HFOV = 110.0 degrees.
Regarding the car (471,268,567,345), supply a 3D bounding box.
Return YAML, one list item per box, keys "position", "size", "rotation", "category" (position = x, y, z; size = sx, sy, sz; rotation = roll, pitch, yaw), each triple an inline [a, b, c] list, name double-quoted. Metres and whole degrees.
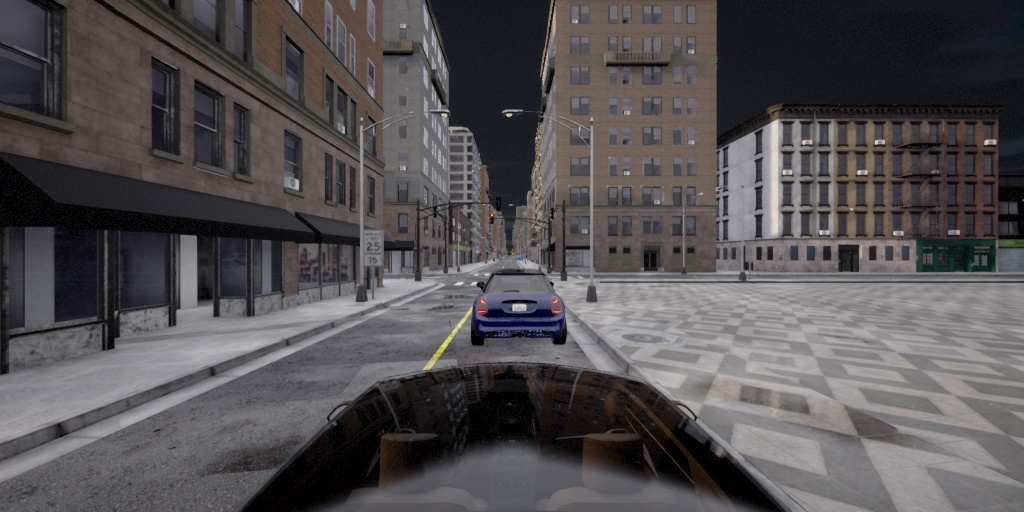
- position: [0.102, 1.101, 9.640]
  size: [2.097, 1.767, 4.553]
  rotation: [0, 0, -1]
  category: "car"
